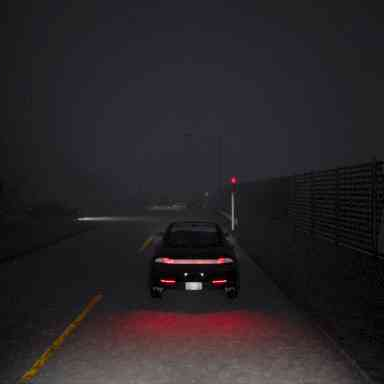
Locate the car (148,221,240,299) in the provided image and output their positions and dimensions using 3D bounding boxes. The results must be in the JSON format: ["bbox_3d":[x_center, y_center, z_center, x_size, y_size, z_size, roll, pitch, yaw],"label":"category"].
[{"bbox_3d":[0.057,1.492,8.462,2.128,1.511,4.902,0,0,1],"label":"car"}]

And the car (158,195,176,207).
[{"bbox_3d":[-4.040,1.352,51.301,2.097,1.767,4.553,0,0,0],"label":"car"}]

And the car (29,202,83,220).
[{"bbox_3d":[-11.379,1.564,28.031,4.181,1.385,1.994,0,0,4],"label":"car"}]

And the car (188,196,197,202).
[{"bbox_3d":[0.083,1.595,75.585,1.895,1.301,4.718,0,0,0],"label":"car"}]

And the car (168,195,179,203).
[{"bbox_3d":[-3.923,1.478,71.103,1.882,1.535,5.008,0,0,0],"label":"car"}]

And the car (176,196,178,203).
[{"bbox_3d":[-4.002,1.601,60.668,1.895,1.301,4.718,0,0,0],"label":"car"}]

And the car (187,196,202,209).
[{"bbox_3d":[0.258,1.601,44.204,1.895,1.301,4.718,0,0,-1],"label":"car"}]
